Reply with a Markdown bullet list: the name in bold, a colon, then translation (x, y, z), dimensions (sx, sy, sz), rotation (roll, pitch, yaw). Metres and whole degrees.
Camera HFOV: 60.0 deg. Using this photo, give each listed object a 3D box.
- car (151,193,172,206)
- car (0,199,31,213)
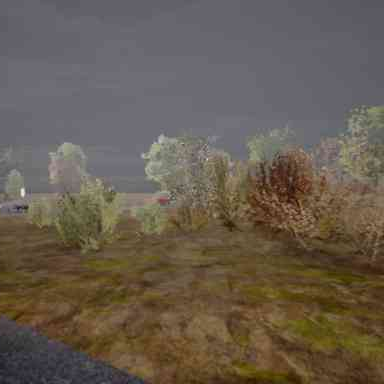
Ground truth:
- **car**: translation (-5.298, 1.255, 55.186), dimensions (2.150, 2.045, 5.566), rotation (0, 0, 39)
- **car**: translation (-19.076, 1.511, 37.405), dimensions (2.128, 1.511, 4.902), rotation (0, 0, 36)
